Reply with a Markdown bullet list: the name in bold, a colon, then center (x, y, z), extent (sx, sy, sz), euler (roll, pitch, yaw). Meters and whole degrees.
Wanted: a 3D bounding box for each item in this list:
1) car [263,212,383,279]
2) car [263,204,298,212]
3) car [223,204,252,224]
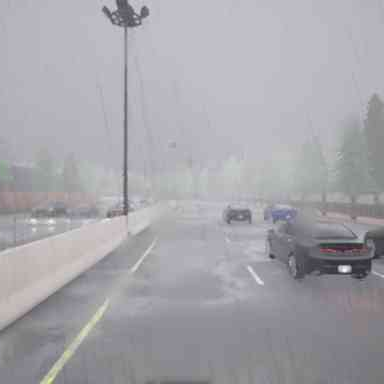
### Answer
- **car**: center (3.592, 1.584, 10.244), extent (1.837, 1.490, 4.892), euler (0, -1, 0)
- **car**: center (7.091, 1.685, 27.029), extent (1.882, 1.535, 5.008), euler (0, 0, 0)
- **car**: center (3.592, 1.685, 27.032), extent (1.882, 1.535, 5.008), euler (0, 0, 0)
